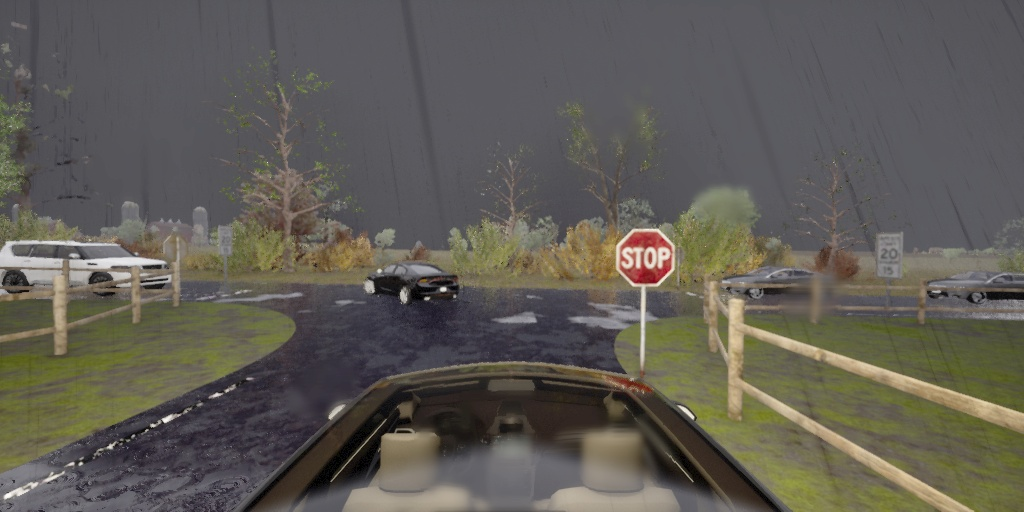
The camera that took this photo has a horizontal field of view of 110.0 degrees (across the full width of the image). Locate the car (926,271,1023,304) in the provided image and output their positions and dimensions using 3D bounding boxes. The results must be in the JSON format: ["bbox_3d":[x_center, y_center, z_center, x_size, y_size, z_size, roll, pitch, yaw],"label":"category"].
[{"bbox_3d":[22.897,1.478,17.312,4.902,1.511,2.128,1,2,0],"label":"car"}]

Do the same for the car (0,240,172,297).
[{"bbox_3d":[-17.119,0.431,14.470,5.566,2.045,2.150,1,2,0],"label":"car"}]

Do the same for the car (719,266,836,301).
[{"bbox_3d":[12.723,1.259,17.339,4.902,1.511,2.128,1,2,0],"label":"car"}]

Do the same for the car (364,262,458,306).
[{"bbox_3d":[-4.201,0.963,14.573,1.882,1.535,5.008,1,1,-45],"label":"car"}]
